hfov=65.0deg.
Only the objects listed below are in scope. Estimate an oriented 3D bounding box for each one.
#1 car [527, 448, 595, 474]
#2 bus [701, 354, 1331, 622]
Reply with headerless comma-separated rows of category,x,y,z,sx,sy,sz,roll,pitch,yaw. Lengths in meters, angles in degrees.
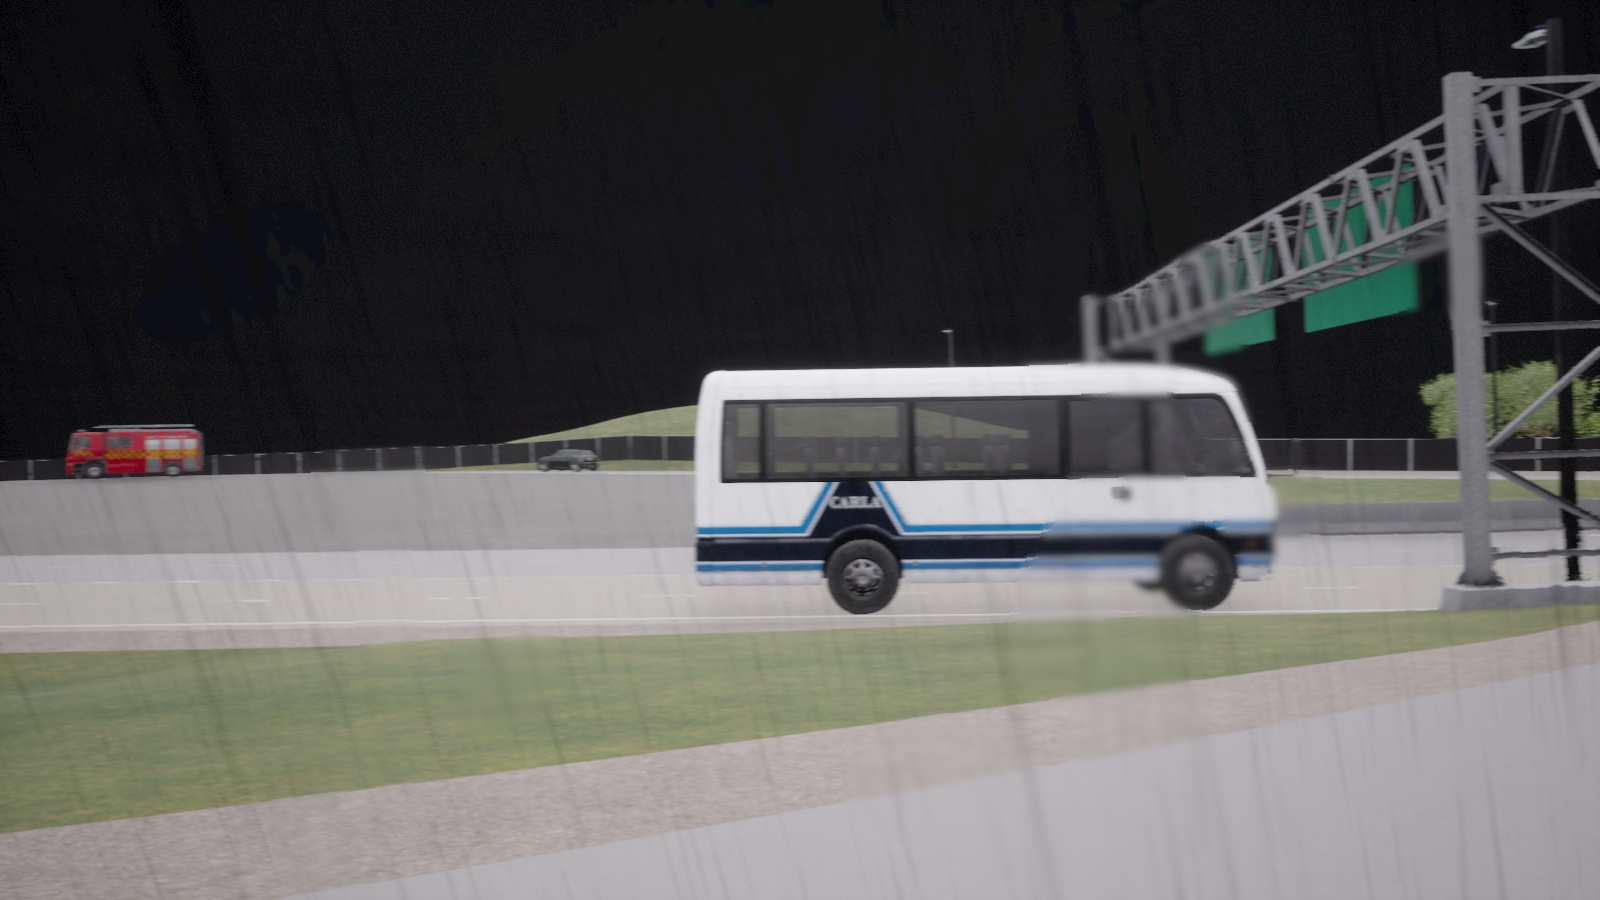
car,-17.384,0.803,91.390,4.553,1.767,2.097,0,1,30
bus,3.570,0.624,22.629,10.273,4.253,3.944,-1,0,1
